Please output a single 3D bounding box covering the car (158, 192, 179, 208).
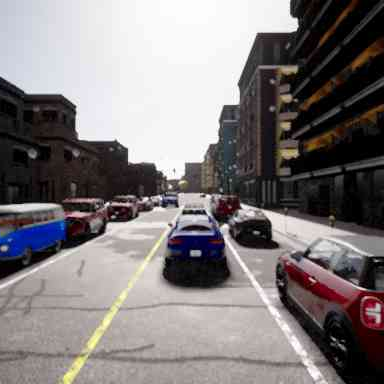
[{"bbox_3d":[-2.888,1.073,45.172,2.150,2.045,5.566,0,0,0],"label":"car"}]

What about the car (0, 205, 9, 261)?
[{"bbox_3d":[-5.646,1.298,5.624,2.192,1.841,5.009,1,0,0],"label":"car"}]

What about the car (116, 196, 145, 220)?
[{"bbox_3d":[-5.553,1.228,27.252,2.192,1.841,5.009,1,0,0],"label":"car"}]

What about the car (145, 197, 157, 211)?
[{"bbox_3d":[-5.508,1.317,38.067,1.967,1.590,4.097,1,0,0],"label":"car"}]

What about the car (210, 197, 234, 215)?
[{"bbox_3d":[2.848,1.333,32.616,1.967,1.590,4.097,1,0,0],"label":"car"}]

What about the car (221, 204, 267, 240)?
[{"bbox_3d":[2.776,1.497,16.395,2.008,1.369,4.403,1,0,0],"label":"car"}]

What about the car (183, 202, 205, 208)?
[{"bbox_3d":[0.201,1.510,27.878,1.895,1.301,4.718,0,0,1],"label":"car"}]

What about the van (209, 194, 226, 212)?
[{"bbox_3d":[2.873,1.216,38.023,1.690,1.788,3.998,1,0,0],"label":"van"}]

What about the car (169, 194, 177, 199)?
[{"bbox_3d":[-5.275,1.238,92.518,1.887,1.381,4.507,1,0,0],"label":"car"}]

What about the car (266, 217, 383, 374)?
[{"bbox_3d":[2.731,1.422,5.581,1.967,1.590,4.097,1,0,0],"label":"car"}]

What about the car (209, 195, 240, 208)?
[{"bbox_3d":[2.827,1.226,27.209,2.192,1.841,5.009,1,0,0],"label":"car"}]

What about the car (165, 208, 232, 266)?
[{"bbox_3d":[0.122,1.489,11.347,1.812,1.442,4.674,0,0,1],"label":"car"}]

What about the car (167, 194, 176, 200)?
[{"bbox_3d":[-5.376,1.257,86.837,1.887,1.381,4.507,1,0,0],"label":"car"}]

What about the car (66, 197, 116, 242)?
[{"bbox_3d":[-5.599,1.264,16.438,2.192,1.841,5.009,1,0,0],"label":"car"}]

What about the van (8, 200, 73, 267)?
[{"bbox_3d":[-5.623,1.307,11.031,1.690,1.788,3.998,1,0,0],"label":"van"}]
